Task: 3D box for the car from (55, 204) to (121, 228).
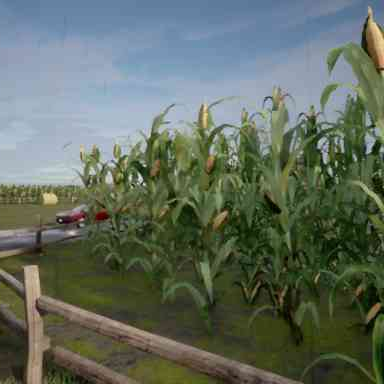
[{"bbox_3d":[-7.110,1.552,23.190,1.882,1.535,5.008,1,0,28],"label":"car"}]
